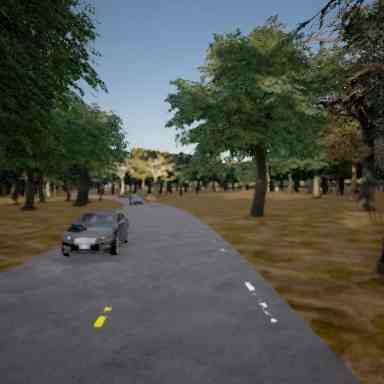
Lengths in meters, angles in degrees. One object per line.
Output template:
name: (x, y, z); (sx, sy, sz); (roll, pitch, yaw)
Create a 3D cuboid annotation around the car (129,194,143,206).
car: (-9.070, 1.273, 54.106); (2.097, 1.767, 4.553); (0, 0, -12)

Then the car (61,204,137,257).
car: (-3.529, 1.450, 12.919); (2.128, 1.511, 4.902); (0, 0, -3)

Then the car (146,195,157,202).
car: (-8.532, 1.313, 69.236); (1.801, 1.575, 5.366); (0, 0, -15)
